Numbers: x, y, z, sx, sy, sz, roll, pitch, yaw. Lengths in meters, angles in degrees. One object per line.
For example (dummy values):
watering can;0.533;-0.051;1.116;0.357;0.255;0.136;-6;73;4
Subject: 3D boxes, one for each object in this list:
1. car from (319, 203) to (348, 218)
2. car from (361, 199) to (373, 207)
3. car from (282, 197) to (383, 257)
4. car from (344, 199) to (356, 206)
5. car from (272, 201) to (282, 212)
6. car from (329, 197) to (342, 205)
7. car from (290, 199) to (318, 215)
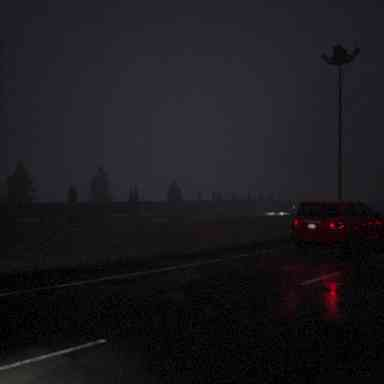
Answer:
car;15.619;1.921;36.475;2.033;1.411;5.357;0;0;33
car;36.836;2.285;69.967;1.812;1.442;4.674;0;0;32
car;6.322;1.367;13.973;5.566;2.045;2.150;1;-1;-43
car;34.866;2.270;73.410;1.837;1.490;4.892;0;0;32
car;12.164;1.909;44.041;1.837;1.490;4.892;0;-1;33
car;33.693;2.079;78.121;2.097;1.767;4.553;0;0;32
car;13.401;1.731;39.488;2.097;1.767;4.553;0;-1;33
